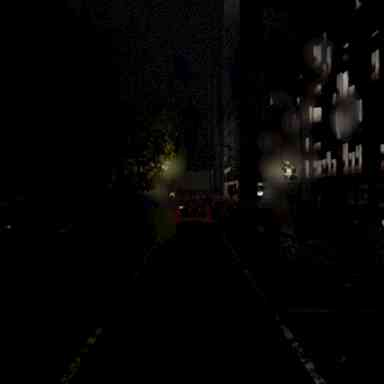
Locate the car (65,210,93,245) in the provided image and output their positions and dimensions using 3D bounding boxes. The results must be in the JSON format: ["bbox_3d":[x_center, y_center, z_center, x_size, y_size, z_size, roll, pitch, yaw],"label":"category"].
[{"bbox_3d":[-5.682,1.489,14.988,1.802,1.307,4.206,0,0,0],"label":"car"}]

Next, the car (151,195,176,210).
[{"bbox_3d":[-3.078,1.310,37.668,1.994,1.385,4.181,0,0,0],"label":"car"}]

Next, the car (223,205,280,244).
[{"bbox_3d":[2.700,1.473,14.981,1.947,1.339,4.313,0,0,0],"label":"car"}]

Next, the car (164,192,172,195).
[{"bbox_3d":[-5.660,1.057,66.135,1.887,1.381,4.507,0,0,0],"label":"car"}]

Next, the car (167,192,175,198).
[{"bbox_3d":[-5.650,0.830,88.695,1.752,1.417,4.829,0,1,0],"label":"car"}]

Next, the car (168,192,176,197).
[{"bbox_3d":[-5.648,0.799,94.548,2.008,1.369,4.403,0,1,0],"label":"car"}]

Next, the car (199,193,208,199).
[{"bbox_3d":[2.725,0.956,77.477,1.887,1.381,4.507,0,1,0],"label":"car"}]

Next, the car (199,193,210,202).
[{"bbox_3d":[2.718,1.144,60.434,1.802,1.307,4.206,0,0,0],"label":"car"}]

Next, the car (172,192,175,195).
[{"bbox_3d":[-5.655,0.961,77.501,2.008,1.369,4.403,0,1,0],"label":"car"}]

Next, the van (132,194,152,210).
[{"bbox_3d":[-5.671,1.087,37.720,1.690,1.788,3.998,0,0,0],"label":"van"}]

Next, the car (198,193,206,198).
[{"bbox_3d":[2.730,0.870,88.838,1.947,1.339,4.313,0,1,0],"label":"car"}]

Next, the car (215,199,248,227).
[{"bbox_3d":[2.702,1.309,20.661,1.967,1.590,4.097,0,0,0],"label":"car"}]

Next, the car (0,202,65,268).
[{"bbox_3d":[-5.683,1.258,9.305,2.192,1.841,5.009,0,0,0],"label":"car"}]

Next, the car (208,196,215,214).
[{"bbox_3d":[2.707,1.313,32.197,1.752,1.417,4.829,0,0,0],"label":"car"}]

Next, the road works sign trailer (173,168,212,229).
[{"bbox_3d":[0.025,0.333,20.714,2.380,3.560,2.880,0,0,0],"label":"road works sign trailer"}]

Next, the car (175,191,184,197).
[{"bbox_3d":[-2.969,0.574,78.976,2.097,1.767,4.553,0,1,0],"label":"car"}]
